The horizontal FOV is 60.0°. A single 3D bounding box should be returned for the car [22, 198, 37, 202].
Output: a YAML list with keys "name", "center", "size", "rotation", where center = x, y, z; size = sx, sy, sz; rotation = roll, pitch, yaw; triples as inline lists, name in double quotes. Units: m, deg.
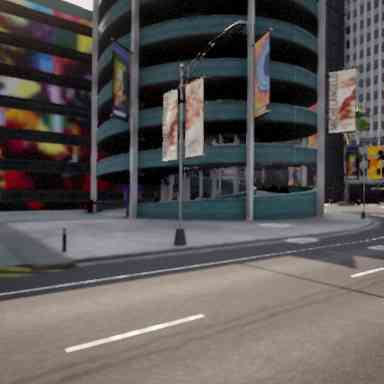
- name: "car"
  center: [-25.619, 1.567, 52.350]
  size: [1.895, 1.301, 4.718]
  rotation: [1, 0, -36]

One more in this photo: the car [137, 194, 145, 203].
- name: "car"
  center: [-11.094, 1.336, 63.842]
  size: [2.435, 2.045, 5.566]
  rotation: [1, 0, -36]
